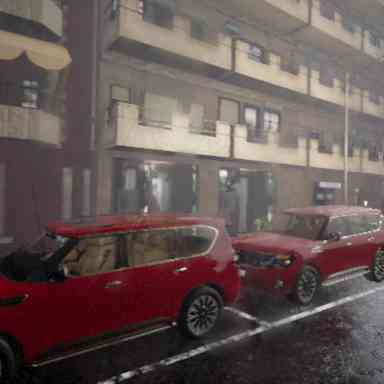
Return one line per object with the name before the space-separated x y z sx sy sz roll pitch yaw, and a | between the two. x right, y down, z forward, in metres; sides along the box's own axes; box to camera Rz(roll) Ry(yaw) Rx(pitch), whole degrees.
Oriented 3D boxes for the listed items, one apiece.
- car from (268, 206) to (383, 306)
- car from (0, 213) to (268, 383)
car | 3.042 1.313 8.236 5.009 1.841 2.192 0 1 -35
car | -1.461 1.315 5.027 5.009 1.841 2.192 0 1 -35
